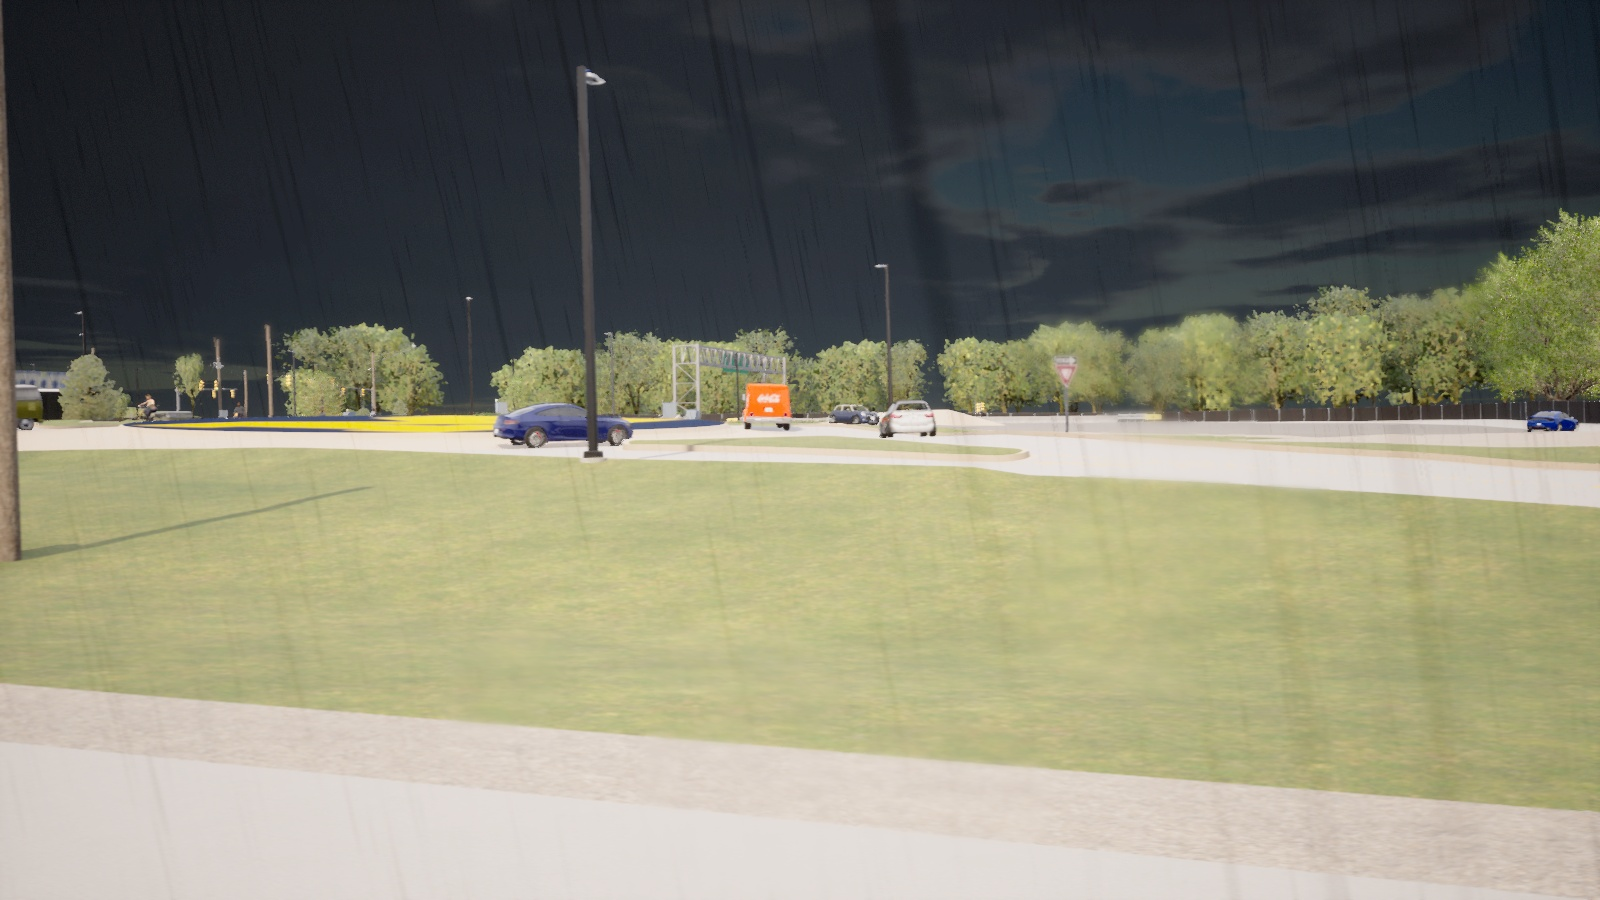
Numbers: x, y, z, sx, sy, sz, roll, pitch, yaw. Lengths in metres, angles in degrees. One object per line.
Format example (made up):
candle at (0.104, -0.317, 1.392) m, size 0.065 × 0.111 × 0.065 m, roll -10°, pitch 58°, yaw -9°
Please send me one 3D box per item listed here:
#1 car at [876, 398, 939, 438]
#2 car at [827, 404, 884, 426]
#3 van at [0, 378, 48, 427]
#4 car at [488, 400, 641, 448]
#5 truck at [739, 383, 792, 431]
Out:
car at (4.868, -1.432, 57.532) m, size 2.242 × 1.667 × 4.611 m, roll -1°, pitch 0°, yaw -2°
car at (3.904, -2.455, 88.544) m, size 1.970 × 1.475 × 3.806 m, roll -1°, pitch 2°, yaw -39°
van at (-34.021, -1.972, 52.158) m, size 1.775 × 1.987 × 4.442 m, roll 2°, pitch 4°, yaw 28°
car at (-7.855, -0.907, 41.955) m, size 4.674 × 1.442 × 1.812 m, roll -1°, pitch 5°, yaw -31°
truck at (-1.958, -2.442, 69.788) m, size 2.627 × 2.467 × 5.204 m, roll 1°, pitch 4°, yaw -5°
